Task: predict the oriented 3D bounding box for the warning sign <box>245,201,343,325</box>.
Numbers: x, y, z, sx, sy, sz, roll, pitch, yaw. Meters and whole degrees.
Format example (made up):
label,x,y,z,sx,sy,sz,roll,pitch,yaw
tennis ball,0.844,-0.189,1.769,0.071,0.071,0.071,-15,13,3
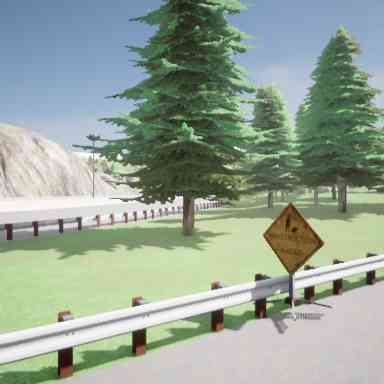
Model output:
label,x,y,z,sx,sy,sz,roll,pitch,yaw
warning sign,1.791,1.112,5.935,1.060,1.860,1.300,0,0,-35
